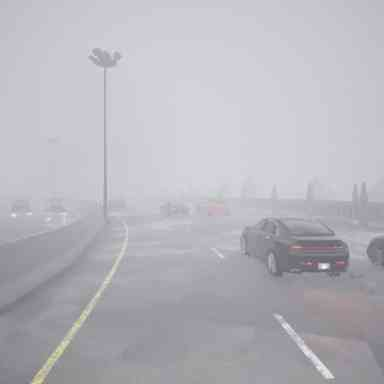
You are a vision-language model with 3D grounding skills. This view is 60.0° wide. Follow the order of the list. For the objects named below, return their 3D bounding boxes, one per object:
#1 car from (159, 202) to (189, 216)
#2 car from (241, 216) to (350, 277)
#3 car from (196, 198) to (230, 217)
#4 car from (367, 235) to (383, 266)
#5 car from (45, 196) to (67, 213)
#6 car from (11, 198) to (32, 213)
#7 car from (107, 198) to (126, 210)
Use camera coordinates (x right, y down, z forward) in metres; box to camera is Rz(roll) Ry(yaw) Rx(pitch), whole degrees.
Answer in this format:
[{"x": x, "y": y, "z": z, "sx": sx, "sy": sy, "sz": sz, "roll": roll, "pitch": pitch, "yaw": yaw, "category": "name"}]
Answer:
[{"x": -1.840, "y": 1.600, "z": 32.166, "sx": 1.895, "sy": 1.301, "sz": 4.718, "roll": 0, "pitch": 0, "yaw": -18, "category": "car"}, {"x": 2.874, "y": 1.505, "z": 10.279, "sx": 1.837, "sy": 1.490, "sz": 4.892, "roll": 0, "pitch": 0, "yaw": -6, "category": "car"}, {"x": 1.902, "y": 1.352, "z": 31.795, "sx": 2.097, "sy": 1.767, "sz": 4.553, "roll": 0, "pitch": 0, "yaw": -17, "category": "car"}, {"x": 6.566, "y": 1.525, "z": 8.581, "sx": 1.812, "sy": 1.442, "sz": 4.674, "roll": 0, "pitch": 0, "yaw": -5, "category": "car"}, {"x": -15.015, "y": 1.351, "z": 36.679, "sx": 2.097, "sy": 1.767, "sz": 4.553, "roll": 0, "pitch": 0, "yaw": -24, "category": "car"}, {"x": -19.304, "y": 1.477, "z": 37.737, "sx": 1.882, "sy": 1.535, "sz": 5.008, "roll": 0, "pitch": 0, "yaw": -26, "category": "car"}, {"x": -9.857, "y": 1.490, "z": 42.618, "sx": 2.128, "sy": 1.511, "sz": 4.902, "roll": 0, "pitch": 0, "yaw": -25, "category": "car"}]
